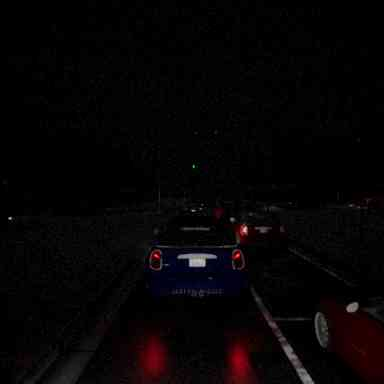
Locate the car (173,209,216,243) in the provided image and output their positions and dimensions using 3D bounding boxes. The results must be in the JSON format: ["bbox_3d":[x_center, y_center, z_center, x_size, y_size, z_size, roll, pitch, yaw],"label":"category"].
[{"bbox_3d":[0.099,1.631,17.110,1.895,1.301,4.718,0,0,0],"label":"car"}]

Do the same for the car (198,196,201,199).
[{"bbox_3d":[2.634,1.456,56.682,2.192,1.841,5.009,-1,0,0],"label":"car"}]

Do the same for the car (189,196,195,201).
[{"bbox_3d":[0.016,1.814,91.805,1.812,1.442,4.674,0,0,0],"label":"car"}]

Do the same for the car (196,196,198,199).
[{"bbox_3d":[2.640,1.778,78.307,2.008,1.369,4.403,-1,0,0],"label":"car"}]

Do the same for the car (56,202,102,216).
[{"bbox_3d":[-12.456,1.884,36.655,4.902,1.511,2.128,-2,1,1],"label":"car"}]

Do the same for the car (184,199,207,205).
[{"bbox_3d":[0.103,1.629,31.538,1.994,1.385,4.181,0,0,0],"label":"car"}]

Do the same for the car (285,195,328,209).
[{"bbox_3d":[13.577,1.195,39.612,4.892,1.490,1.837,-1,1,0],"label":"car"}]

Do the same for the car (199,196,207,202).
[{"bbox_3d":[2.641,1.796,83.714,1.887,1.381,4.507,-1,0,0],"label":"car"}]

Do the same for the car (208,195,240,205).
[{"bbox_3d":[2.629,1.363,24.914,2.192,1.841,5.009,-1,0,0],"label":"car"}]

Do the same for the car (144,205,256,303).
[{"bbox_3d":[0.063,1.365,8.430,2.097,1.767,4.553,0,0,-1],"label":"car"}]

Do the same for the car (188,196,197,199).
[{"bbox_3d":[0.014,1.766,81.405,2.128,1.511,4.902,0,0,0],"label":"car"}]

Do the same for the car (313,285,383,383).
[{"bbox_3d":[2.630,1.587,3.304,1.802,1.307,4.206,-1,0,0],"label":"car"}]

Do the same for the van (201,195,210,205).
[{"bbox_3d":[2.633,1.463,51.276,1.690,1.788,3.998,-1,0,0],"label":"van"}]

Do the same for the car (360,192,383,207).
[{"bbox_3d":[22.529,0.827,39.613,4.553,1.767,2.097,-1,1,0],"label":"car"}]

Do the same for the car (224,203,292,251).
[{"bbox_3d":[2.630,1.464,14.109,1.967,1.590,4.097,-1,0,0],"label":"car"}]

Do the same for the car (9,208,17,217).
[{"bbox_3d":[-21.949,2.149,36.641,5.008,1.535,1.882,-2,1,0],"label":"car"}]
